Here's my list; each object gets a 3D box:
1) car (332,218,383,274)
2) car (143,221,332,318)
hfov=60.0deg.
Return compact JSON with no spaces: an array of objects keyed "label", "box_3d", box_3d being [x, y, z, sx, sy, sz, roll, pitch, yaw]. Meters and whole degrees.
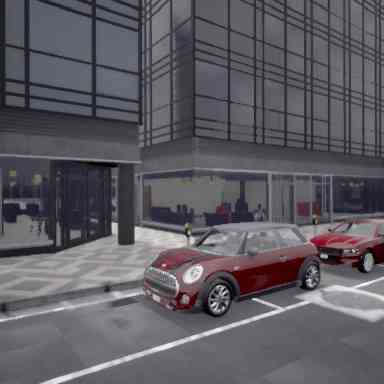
[{"label":"car","box_3d":[5.515,1.542,10.586,4.507,1.381,1.887,0,0,-35]},{"label":"car","box_3d":[0.954,1.437,7.333,4.097,1.590,1.967,0,0,-35]}]
